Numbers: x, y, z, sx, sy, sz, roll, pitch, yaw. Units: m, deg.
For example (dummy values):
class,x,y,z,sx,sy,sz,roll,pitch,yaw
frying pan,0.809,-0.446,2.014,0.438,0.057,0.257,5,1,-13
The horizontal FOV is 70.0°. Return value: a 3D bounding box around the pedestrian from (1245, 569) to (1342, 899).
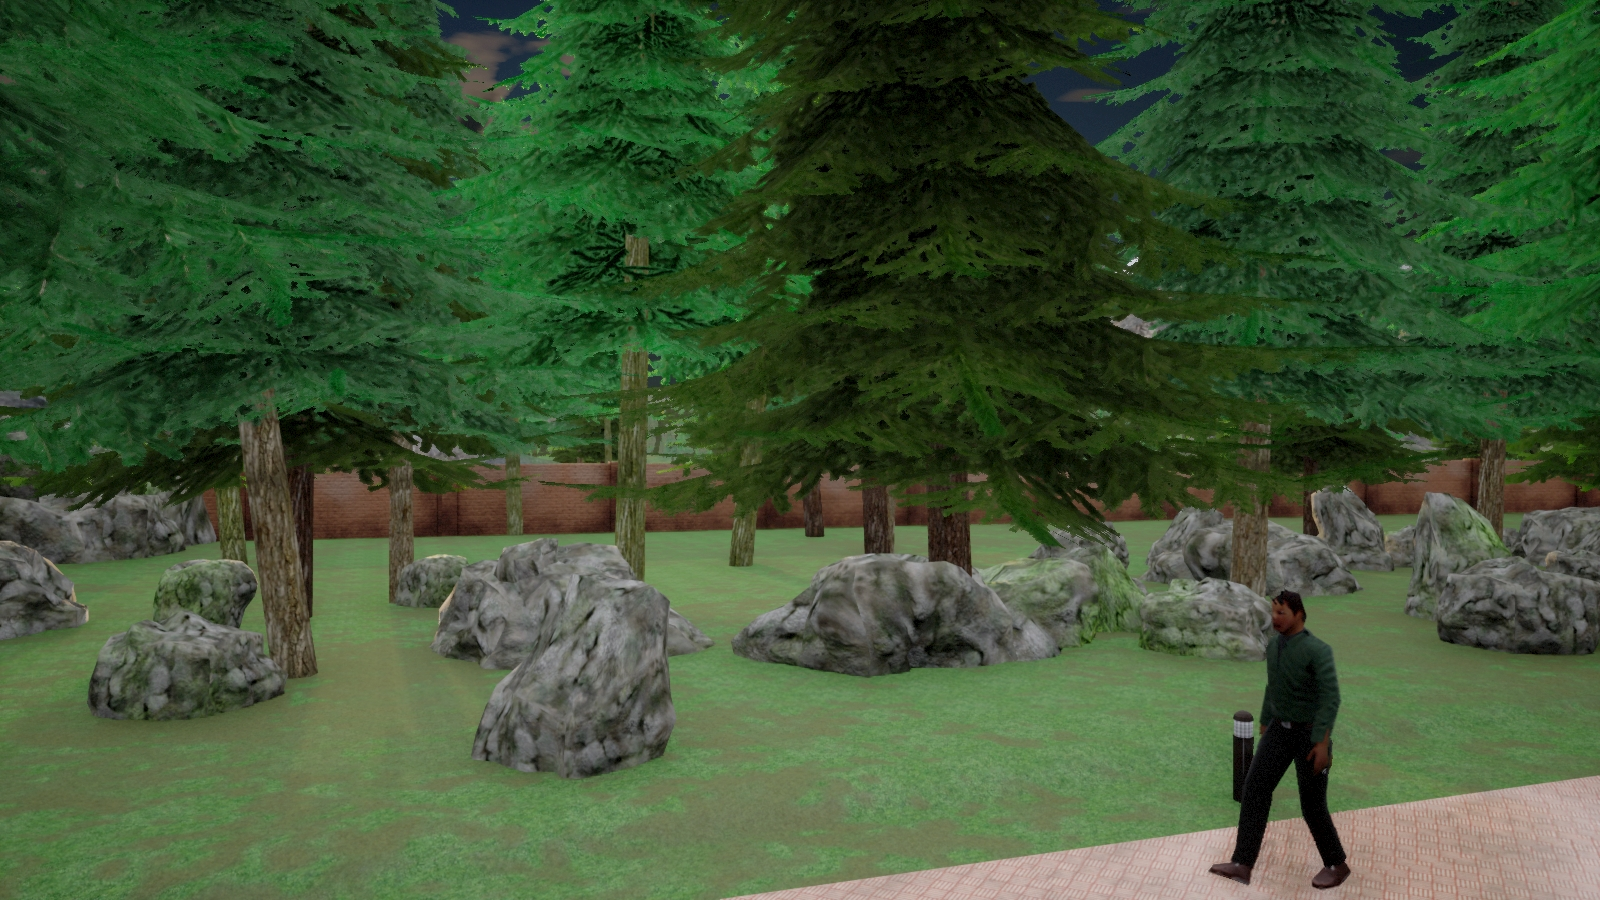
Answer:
class,x,y,z,sx,sy,sz,roll,pitch,yaw
pedestrian,2.950,1.667,6.841,0.375,1.860,0.375,0,0,-18
